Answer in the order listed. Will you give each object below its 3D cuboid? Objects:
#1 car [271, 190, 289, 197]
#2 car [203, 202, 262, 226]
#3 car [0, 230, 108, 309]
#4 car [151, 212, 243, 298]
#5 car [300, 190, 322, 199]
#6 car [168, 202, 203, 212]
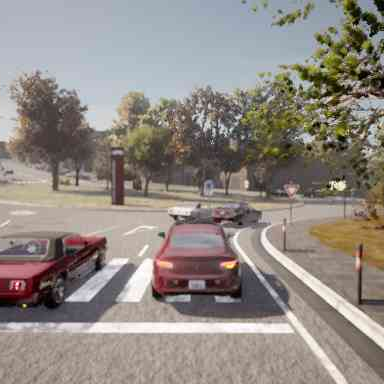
[{"bbox_3d":[16.007,0.279,61.060,1.895,1.301,4.718,-1,2,-23],"label":"car"},{"bbox_3d":[2.964,1.356,21.531,2.033,1.411,5.357,2,-1,28],"label":"car"},{"bbox_3d":[-3.386,1.526,7.664,1.895,1.301,4.718,0,1,1],"label":"car"},{"bbox_3d":[0.104,1.445,8.176,1.812,1.442,4.674,0,1,0],"label":"car"},{"bbox_3d":[20.617,0.309,57.343,2.128,1.511,4.902,0,2,-15],"label":"car"},{"bbox_3d":[0.402,1.344,23.739,1.895,1.301,4.718,3,1,32],"label":"car"}]
